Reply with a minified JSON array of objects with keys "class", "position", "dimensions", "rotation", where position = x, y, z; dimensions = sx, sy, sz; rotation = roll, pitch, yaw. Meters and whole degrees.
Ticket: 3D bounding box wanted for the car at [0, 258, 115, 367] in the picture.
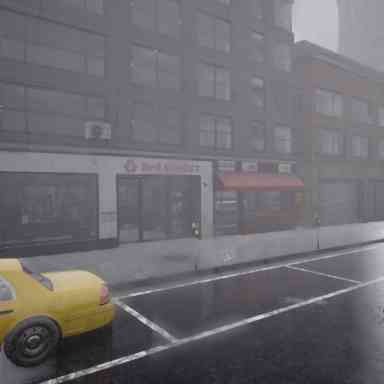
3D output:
[{"class":"car","position":[-3.456,1.525,4.197],"dimensions":[4.829,1.417,1.752],"rotation":[0,-1,-35]}]
